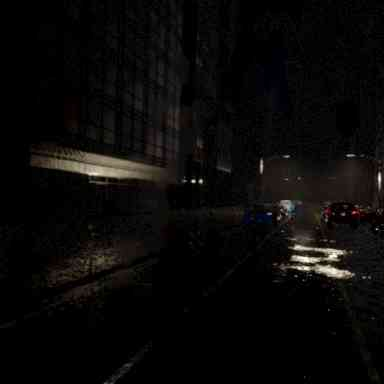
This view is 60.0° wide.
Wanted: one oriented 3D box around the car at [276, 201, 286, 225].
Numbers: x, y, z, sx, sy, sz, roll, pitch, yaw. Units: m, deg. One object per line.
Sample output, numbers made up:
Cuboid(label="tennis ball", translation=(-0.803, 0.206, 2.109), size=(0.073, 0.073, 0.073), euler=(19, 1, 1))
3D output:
Cuboid(label="car", translation=(6.623, 1.757, 29.053), size=(2.192, 1.841, 5.009), euler=(1, -1, 20))

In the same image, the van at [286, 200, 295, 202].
Cuboid(label="van", translation=(14.127, 2.181, 50.195), size=(1.690, 1.788, 3.998), euler=(1, -1, 20))

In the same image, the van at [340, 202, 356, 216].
Cuboid(label="van", translation=(22.161, 2.378, 47.348), size=(1.690, 1.788, 3.998), euler=(1, -1, 20))

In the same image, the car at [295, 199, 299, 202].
Cuboid(label="car", translation=(17.877, 2.480, 60.765), size=(1.967, 1.590, 4.097), euler=(1, -1, 20))

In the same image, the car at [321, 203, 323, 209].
Cuboid(label="car", translation=(15.990, 2.289, 38.117), size=(1.837, 1.490, 4.892), euler=(1, 0, 20))

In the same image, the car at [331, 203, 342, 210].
Cuboid(label="car", translation=(29.716, 2.966, 68.648), size=(1.752, 1.417, 4.829), euler=(1, -1, 20))

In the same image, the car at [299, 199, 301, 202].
Cuboid(label="car", translation=(23.445, 2.867, 76.460), size=(1.752, 1.417, 4.829), euler=(1, -1, 20))

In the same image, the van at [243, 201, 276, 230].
Cuboid(label="van", translation=(4.746, 1.684, 23.767), size=(1.690, 1.788, 3.998), euler=(1, -1, 20))

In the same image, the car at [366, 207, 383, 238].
Cuboid(label="car", translation=(12.781, 1.854, 20.923), size=(2.192, 1.841, 5.009), euler=(1, -1, 20))

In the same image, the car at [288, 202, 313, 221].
Cuboid(label="car", translation=(11.302, 2.094, 34.104), size=(1.882, 1.535, 5.008), euler=(1, -1, 20))

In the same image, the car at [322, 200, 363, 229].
Cuboid(label="car", translation=(12.150, 1.798, 27.183), size=(2.150, 2.045, 5.566), euler=(1, -1, 20))

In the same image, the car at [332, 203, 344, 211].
Cuboid(label="car", translation=(27.841, 2.865, 63.363), size=(1.752, 1.417, 4.829), euler=(1, -1, 20))

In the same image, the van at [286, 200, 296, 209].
Cuboid(label="van", translation=(19.756, 2.481, 66.051), size=(1.690, 1.788, 3.998), euler=(1, -1, 20))

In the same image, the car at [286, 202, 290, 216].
Cuboid(label="car", translation=(10.369, 2.191, 39.622), size=(2.008, 1.369, 4.403), euler=(1, -1, 20))

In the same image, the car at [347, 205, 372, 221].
Cuboid(label="car", translation=(18.406, 2.277, 36.777), size=(1.967, 1.590, 4.097), euler=(1, -1, 20))

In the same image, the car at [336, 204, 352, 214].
Cuboid(label="car", translation=(24.031, 2.681, 52.632), size=(1.887, 1.381, 4.507), euler=(1, -1, 20))

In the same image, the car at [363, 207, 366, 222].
Cuboid(label="car", translation=(16.527, 2.282, 31.491), size=(1.887, 1.381, 4.507), euler=(1, -1, 20))

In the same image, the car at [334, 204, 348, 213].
Cuboid(label="car", translation=(25.907, 2.802, 57.917), size=(1.947, 1.339, 4.313), euler=(1, -1, 20))
